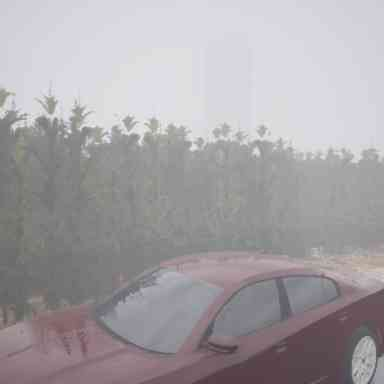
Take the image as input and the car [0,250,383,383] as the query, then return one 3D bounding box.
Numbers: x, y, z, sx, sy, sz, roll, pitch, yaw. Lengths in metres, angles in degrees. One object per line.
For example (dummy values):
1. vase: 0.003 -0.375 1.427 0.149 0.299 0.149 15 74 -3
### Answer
1. car: 0.228 1.482 3.661 5.008 1.535 1.882 1 0 -36
